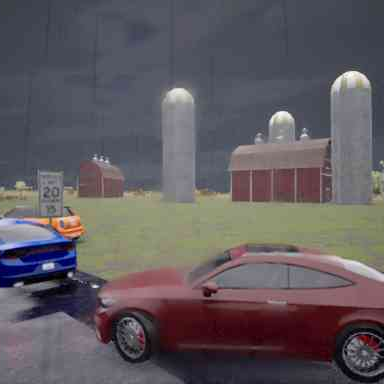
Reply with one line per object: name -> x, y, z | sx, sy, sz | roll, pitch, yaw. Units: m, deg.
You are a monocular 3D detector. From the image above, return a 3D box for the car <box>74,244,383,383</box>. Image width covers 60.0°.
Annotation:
car -> 0.907, 1.534, 4.976 | 4.674, 1.442, 1.812 | 0, 0, 9

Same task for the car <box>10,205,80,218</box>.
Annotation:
car -> -7.233, 1.369, 14.659 | 4.553, 1.767, 2.097 | 0, 0, 8

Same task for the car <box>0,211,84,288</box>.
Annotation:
car -> -5.018, 1.480, 8.898 | 5.008, 1.535, 1.882 | 0, 0, 41
